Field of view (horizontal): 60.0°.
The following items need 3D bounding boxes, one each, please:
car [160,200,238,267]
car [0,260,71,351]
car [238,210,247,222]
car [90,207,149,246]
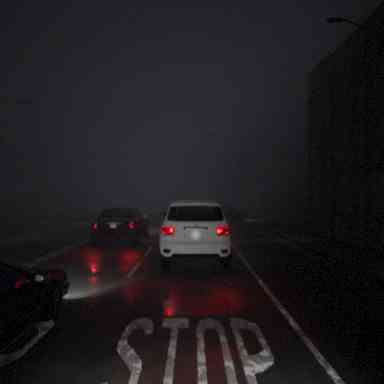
[{"bbox_3d":[0.119,1.320,11.893,2.150,2.045,5.566,0,-2,0],"label":"car"},{"bbox_3d":[-3.391,1.587,4.326,2.033,1.411,5.357,0,-1,0],"label":"car"},{"bbox_3d":[2.484,1.766,27.051,4.674,1.442,1.812,0,-2,-42],"label":"car"},{"bbox_3d":[-3.368,1.497,16.347,2.097,1.767,4.553,0,-1,0],"label":"car"}]
